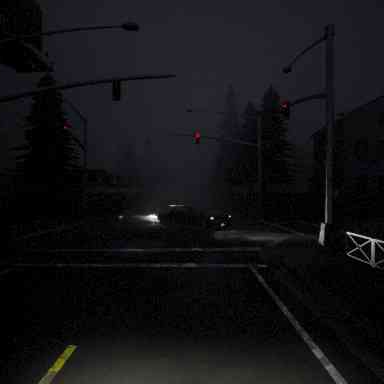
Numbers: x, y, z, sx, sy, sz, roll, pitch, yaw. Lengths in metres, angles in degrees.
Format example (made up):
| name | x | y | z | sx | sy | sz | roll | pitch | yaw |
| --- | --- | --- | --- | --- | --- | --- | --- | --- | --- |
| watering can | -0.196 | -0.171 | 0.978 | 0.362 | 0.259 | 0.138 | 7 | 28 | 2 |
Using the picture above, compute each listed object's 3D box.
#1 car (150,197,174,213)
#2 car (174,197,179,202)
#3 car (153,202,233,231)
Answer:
| name | x | y | z | sx | sy | sz | roll | pitch | yaw |
| --- | --- | --- | --- | --- | --- | --- | --- | --- | --- |
| car | -3.492 | 1.491 | 36.755 | 2.128 | 1.511 | 4.902 | 0 | 0 | 0 |
| car | -3.343 | 1.564 | 58.215 | 1.994 | 1.385 | 4.181 | 0 | 0 | 0 |
| car | 0.091 | 1.476 | 19.493 | 1.895 | 1.301 | 4.718 | -1 | 0 | -44 |
